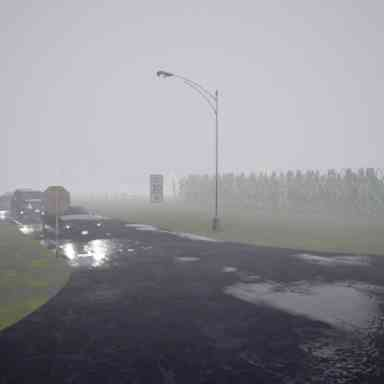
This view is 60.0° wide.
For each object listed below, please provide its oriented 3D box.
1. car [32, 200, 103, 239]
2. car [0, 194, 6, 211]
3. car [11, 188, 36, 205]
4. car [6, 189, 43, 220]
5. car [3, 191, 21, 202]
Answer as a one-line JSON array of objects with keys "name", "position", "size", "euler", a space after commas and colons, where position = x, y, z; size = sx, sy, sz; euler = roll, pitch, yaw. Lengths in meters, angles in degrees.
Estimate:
[{"name": "car", "position": [-6.221, 1.351, 16.649], "size": [2.033, 1.411, 5.357], "euler": [-1, 1, -36]}, {"name": "car", "position": [-18.523, 1.046, 33.789], "size": [1.812, 1.442, 4.674], "euler": [-1, 1, -36]}, {"name": "car", "position": [-22.587, 0.553, 44.464], "size": [2.150, 2.045, 5.566], "euler": [-1, 1, -36]}, {"name": "car", "position": [-12.092, 0.891, 24.817], "size": [2.150, 2.045, 5.566], "euler": [-1, 1, -35]}, {"name": "car", "position": [-28.852, 0.659, 53.185], "size": [1.882, 1.535, 5.008], "euler": [-1, 1, -36]}]
